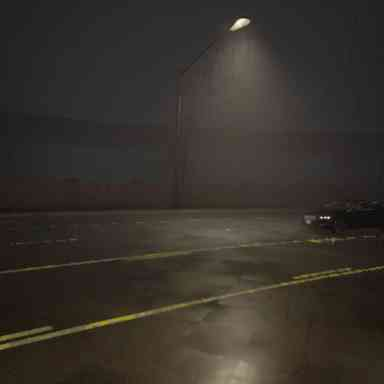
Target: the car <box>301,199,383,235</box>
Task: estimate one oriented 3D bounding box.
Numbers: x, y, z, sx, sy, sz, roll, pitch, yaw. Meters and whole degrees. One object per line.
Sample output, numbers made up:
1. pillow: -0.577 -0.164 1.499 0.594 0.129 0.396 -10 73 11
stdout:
1. car: 7.481 1.093 15.665 4.902 1.511 2.128 1 2 -21
